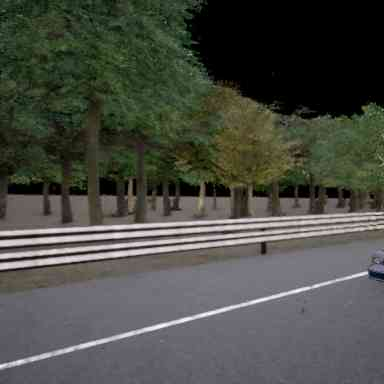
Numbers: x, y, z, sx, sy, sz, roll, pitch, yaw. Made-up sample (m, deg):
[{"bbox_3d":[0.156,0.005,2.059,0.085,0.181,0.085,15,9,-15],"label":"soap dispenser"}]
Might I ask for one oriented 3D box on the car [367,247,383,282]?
[{"bbox_3d":[6.667,1.656,8.601,5.357,1.411,2.033,1,0,-35],"label":"car"}]
